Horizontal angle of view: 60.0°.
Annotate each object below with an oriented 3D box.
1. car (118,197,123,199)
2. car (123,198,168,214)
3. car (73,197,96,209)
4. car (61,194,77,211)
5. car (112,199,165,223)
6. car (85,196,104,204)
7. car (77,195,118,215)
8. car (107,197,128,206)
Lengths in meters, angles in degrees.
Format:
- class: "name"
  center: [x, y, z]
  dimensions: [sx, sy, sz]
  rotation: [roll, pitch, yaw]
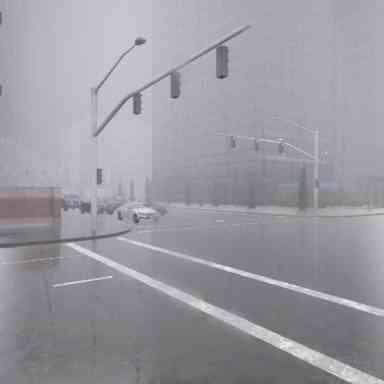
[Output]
- class: "car"
  center: [-9.779, 1.352, 39.563]
  dimensions: [2.097, 1.767, 4.553]
  rotation: [0, 0, -36]
- class: "car"
  center: [-4.402, 1.547, 32.049]
  dimensions: [2.033, 1.411, 5.357]
  rotation: [0, 0, -36]
- class: "car"
  center: [-15.406, 1.526, 47.447]
  dimensions: [1.812, 1.442, 4.674]
  rotation: [0, 0, -35]
- class: "car"
  center: [-15.112, 1.221, 41.003]
  dimensions: [2.150, 2.045, 5.566]
  rotation: [0, 0, -36]
- class: "car"
  center: [-4.294, 1.526, 25.887]
  dimensions: [1.812, 1.442, 4.674]
  rotation: [0, 0, -36]
- class: "car"
  center: [-19.014, 1.492, 64.832]
  dimensions: [2.128, 1.511, 4.902]
  rotation: [0, 0, -36]
- class: "car"
  center: [-9.518, 1.352, 33.187]
  dimensions: [2.097, 1.767, 4.553]
  rotation: [0, 0, -36]
- class: "car"
  center: [-12.503, 1.526, 55.734]
  dimensions: [1.812, 1.442, 4.674]
  rotation: [0, 0, -35]
